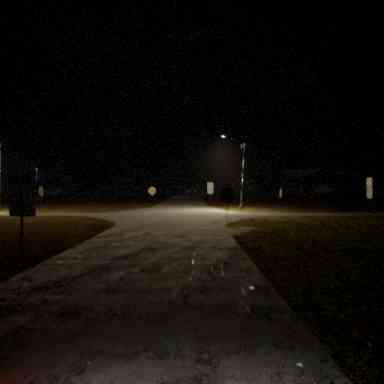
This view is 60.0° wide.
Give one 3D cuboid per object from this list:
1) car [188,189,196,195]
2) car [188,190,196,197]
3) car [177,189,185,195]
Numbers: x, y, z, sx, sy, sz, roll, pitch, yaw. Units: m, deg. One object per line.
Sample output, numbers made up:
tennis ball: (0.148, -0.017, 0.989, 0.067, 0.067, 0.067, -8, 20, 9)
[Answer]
car: (0.027, 0.077, 85.943, 2.033, 1.411, 5.357, 0, 1, 0)
car: (0.023, 0.361, 75.508, 2.128, 1.511, 4.902, 0, 1, 0)
car: (-2.725, -0.097, 80.114, 2.033, 1.411, 5.357, 0, 1, 0)
